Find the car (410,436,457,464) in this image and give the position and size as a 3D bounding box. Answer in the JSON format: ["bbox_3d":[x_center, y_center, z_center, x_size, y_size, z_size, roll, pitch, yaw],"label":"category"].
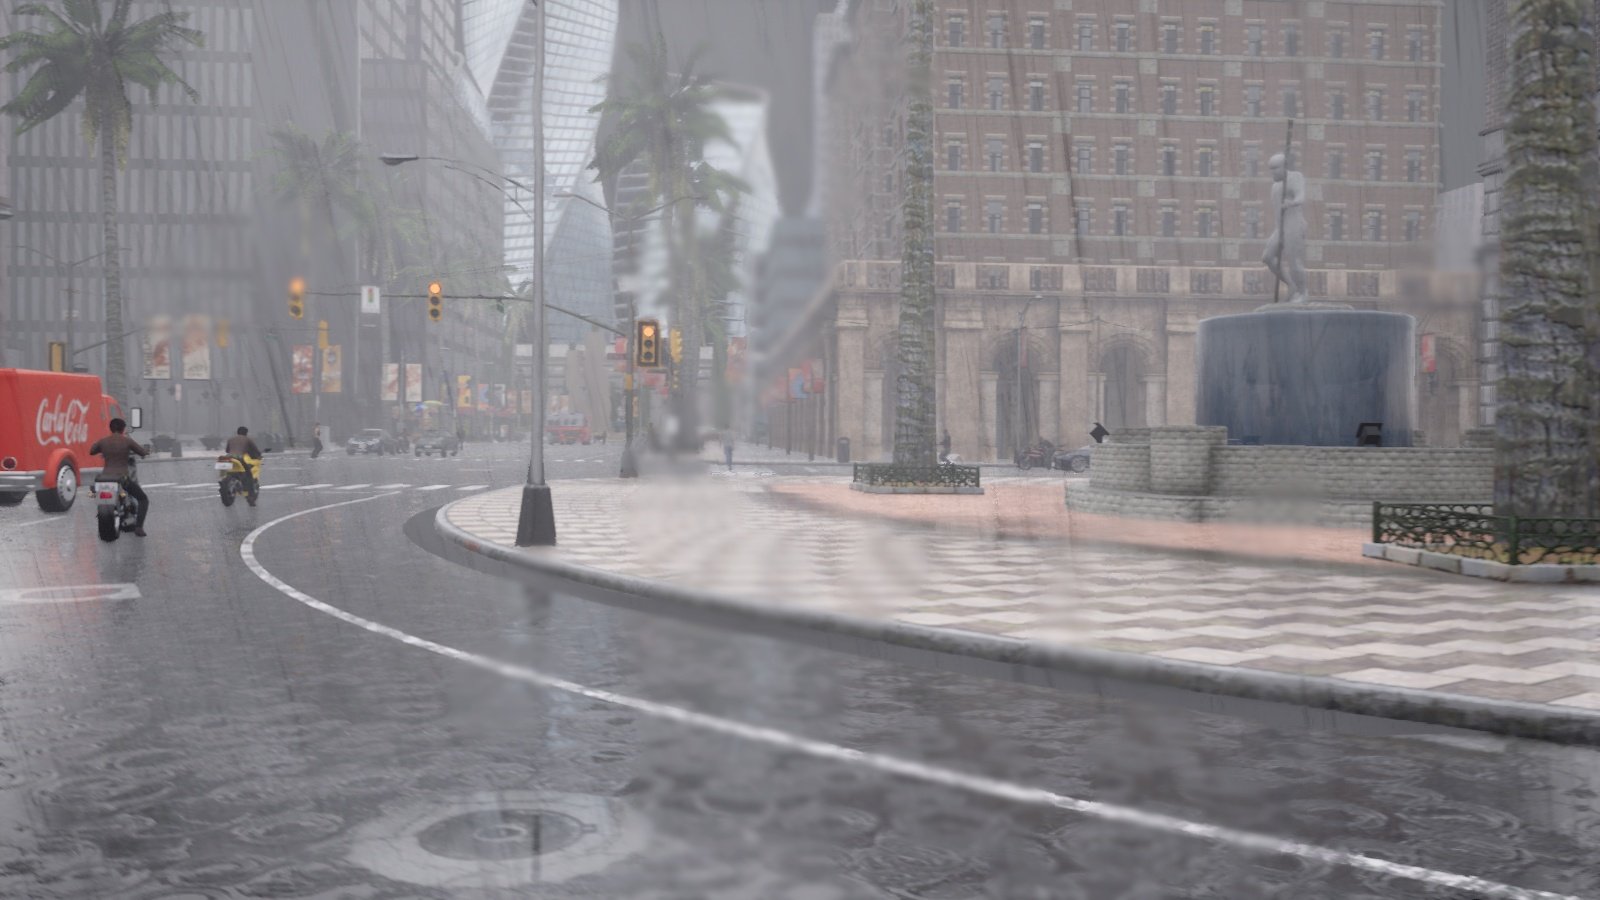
[{"bbox_3d":[-20.860,-0.020,71.581,1.789,1.549,3.705,-1,1,-4],"label":"car"}]

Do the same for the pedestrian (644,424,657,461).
[{"bbox_3d":[-7.903,-0.386,66.478,0.396,1.930,0.692,0,1,24],"label":"pedestrian"}]

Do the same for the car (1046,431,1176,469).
[{"bbox_3d":[12.804,-0.031,51.850,4.792,1.488,2.163,-1,1,-4],"label":"car"}]

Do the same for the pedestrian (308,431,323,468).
[{"bbox_3d":[-24.141,-0.051,62.595,0.594,1.836,0.345,-1,1,-2],"label":"pedestrian"}]

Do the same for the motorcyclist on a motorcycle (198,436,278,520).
[{"bbox_3d":[-10.706,0.500,24.007,0.797,1.523,2.044,-1,1,-7],"label":"motorcyclist on a motorcycle"}]

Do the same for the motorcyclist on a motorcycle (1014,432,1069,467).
[{"bbox_3d":[10.616,-0.020,55.216,2.191,1.530,0.866,-1,1,-4],"label":"motorcyclist on a motorcycle"}]

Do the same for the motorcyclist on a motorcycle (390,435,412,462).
[{"bbox_3d":[-24.780,-0.097,78.050,0.766,1.649,2.350,-1,1,-4],"label":"motorcyclist on a motorcycle"}]

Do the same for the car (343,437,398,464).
[{"bbox_3d":[-24.329,0.001,71.217,1.970,1.475,3.806,-1,1,-3],"label":"car"}]

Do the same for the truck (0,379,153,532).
[{"bbox_3d":[-14.082,0.076,22.729,2.627,2.467,5.204,-1,1,-8],"label":"truck"}]

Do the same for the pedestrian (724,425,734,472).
[{"bbox_3d":[-2.821,-0.067,49.728,0.354,1.836,0.706,-1,1,-4],"label":"pedestrian"}]

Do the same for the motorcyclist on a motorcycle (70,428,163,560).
[{"bbox_3d":[-9.169,0.545,16.927,0.766,1.649,2.350,-1,1,-21],"label":"motorcyclist on a motorcycle"}]
